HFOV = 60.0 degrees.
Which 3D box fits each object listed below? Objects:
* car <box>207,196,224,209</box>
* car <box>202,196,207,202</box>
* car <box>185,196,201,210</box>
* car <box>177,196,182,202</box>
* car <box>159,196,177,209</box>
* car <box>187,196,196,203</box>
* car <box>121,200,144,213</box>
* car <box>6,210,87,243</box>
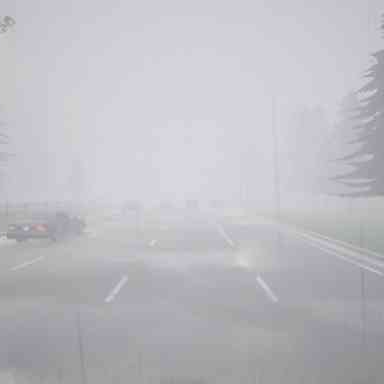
[{"bbox_3d":[3.527,1.595,47.734,1.882,1.535,5.008,0,0,1],"label":"car"},{"bbox_3d":[3.476,1.719,78.696,1.812,1.442,4.674,0,0,0],"label":"car"},{"bbox_3d":[0.082,1.620,46.084,1.837,1.490,4.892,0,0,0],"label":"car"},{"bbox_3d":[-3.524,1.677,79.701,1.882,1.535,5.008,0,0,0],"label":"car"},{"bbox_3d":[-3.485,1.643,46.699,1.812,1.442,4.674,0,0,1],"label":"car"},{"bbox_3d":[-0.024,1.737,79.053,2.033,1.411,5.357,0,0,0],"label":"car"},{"bbox_3d":[-6.930,1.647,39.083,2.033,1.411,5.357,0,0,0],"label":"car"},{"bbox_3d":[-6.907,1.590,16.427,2.033,1.411,5.357,0,0,1],"label":"car"}]
